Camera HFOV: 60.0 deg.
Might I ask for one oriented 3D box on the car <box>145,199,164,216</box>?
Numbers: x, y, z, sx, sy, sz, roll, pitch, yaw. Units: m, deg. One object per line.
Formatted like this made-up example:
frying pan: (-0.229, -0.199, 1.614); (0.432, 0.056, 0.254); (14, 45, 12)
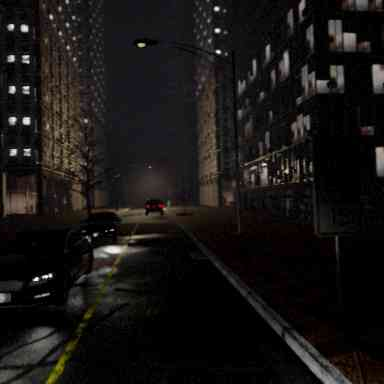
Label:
car: (-4.731, 1.865, 41.728); (2.150, 2.045, 5.566); (-2, -1, -6)

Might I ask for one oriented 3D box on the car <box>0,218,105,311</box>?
car: (-3.745, 1.693, 8.444); (2.128, 1.511, 4.902); (-2, -1, -7)

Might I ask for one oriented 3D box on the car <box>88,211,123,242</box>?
car: (-4.931, 1.865, 18.435); (1.837, 1.490, 4.892); (-2, -1, -7)
